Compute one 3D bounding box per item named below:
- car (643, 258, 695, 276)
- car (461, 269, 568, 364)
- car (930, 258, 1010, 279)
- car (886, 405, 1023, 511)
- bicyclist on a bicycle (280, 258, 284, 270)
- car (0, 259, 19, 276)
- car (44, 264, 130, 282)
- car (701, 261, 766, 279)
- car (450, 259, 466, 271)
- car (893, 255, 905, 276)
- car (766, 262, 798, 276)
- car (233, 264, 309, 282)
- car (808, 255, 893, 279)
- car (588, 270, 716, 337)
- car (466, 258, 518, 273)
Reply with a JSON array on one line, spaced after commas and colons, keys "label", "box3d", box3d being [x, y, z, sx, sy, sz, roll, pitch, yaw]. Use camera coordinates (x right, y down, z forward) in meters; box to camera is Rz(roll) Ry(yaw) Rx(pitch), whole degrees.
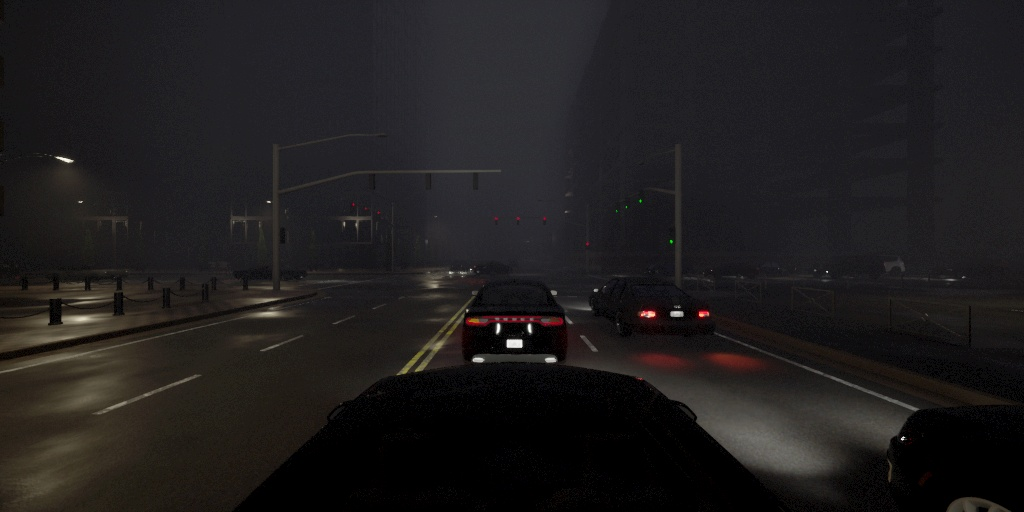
[{"label": "car", "box3d": [15.237, 1.046, 35.022, 4.553, 1.767, 2.097, 0, 0, 0]}, {"label": "car", "box3d": [0.056, 1.228, 8.118, 1.882, 1.535, 5.008, 0, 0, 0]}, {"label": "car", "box3d": [39.918, 1.172, 31.561, 5.008, 1.535, 1.882, 0, 0, 0]}, {"label": "car", "box3d": [3.600, 1.255, 0.504, 1.837, 1.490, 4.892, 0, 0, 0]}, {"label": "bicyclist on a bicycle", "box3d": [-25.400, 0.995, 39.334, 0.582, 1.620, 1.656, 0, 0, 0]}, {"label": "car", "box3d": [-51.170, 1.046, 34.787, 4.553, 1.767, 2.097, 0, 0, 1]}, {"label": "car", "box3d": [-32.368, 1.295, 27.413, 4.718, 1.301, 1.895, 0, 0, 1]}, {"label": "car", "box3d": [19.161, 1.220, 31.493, 4.674, 1.442, 1.812, 0, 0, 0]}, {"label": "car", "box3d": [-7.084, 1.227, 48.507, 1.882, 1.535, 5.008, 0, 0, 0]}, {"label": "car", "box3d": [34.896, 0.916, 35.060, 5.566, 2.045, 2.150, 0, 0, 0]}, {"label": "car", "box3d": [24.705, 1.242, 35.032, 5.357, 1.411, 2.033, 0, 0, 0]}, {"label": "car", "box3d": [-18.307, 1.295, 27.414, 4.718, 1.301, 1.895, 0, 0, -1]}, {"label": "car", "box3d": [29.426, 0.916, 31.546, 5.566, 2.045, 2.150, 0, 0, 0]}, {"label": "car", "box3d": [3.573, 1.297, 10.241, 2.033, 1.411, 5.357, 0, 0, 0]}, {"label": "car", "box3d": [-1.816, 1.212, 34.751, 2.128, 1.511, 4.902, 0, 0, 32]}]
